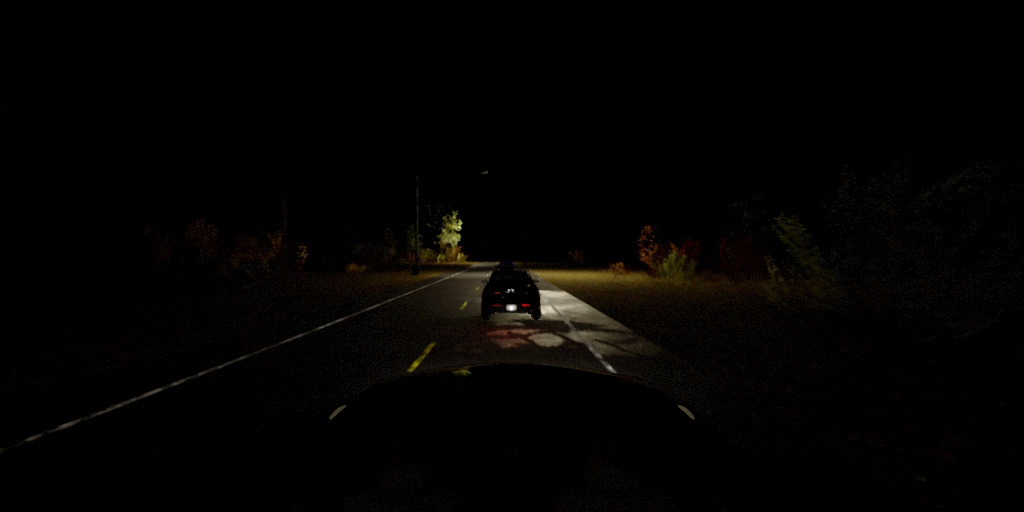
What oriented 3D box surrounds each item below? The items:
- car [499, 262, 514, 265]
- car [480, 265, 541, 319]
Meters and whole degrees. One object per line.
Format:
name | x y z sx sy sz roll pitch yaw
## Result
car | -0.513 1.251 32.572 1.812 1.442 4.674 0 0 -1
car | -0.058 1.246 12.792 1.837 1.490 4.892 0 0 -1
